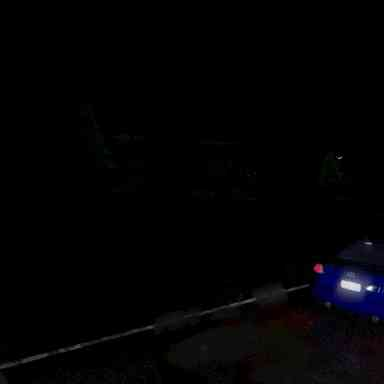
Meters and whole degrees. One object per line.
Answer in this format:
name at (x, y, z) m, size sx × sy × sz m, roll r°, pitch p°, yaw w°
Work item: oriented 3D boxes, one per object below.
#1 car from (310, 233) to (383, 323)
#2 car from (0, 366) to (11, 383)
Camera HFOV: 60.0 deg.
car at (4.322, 1.562, 6.825) m, size 4.181 × 1.385 × 1.994 m, roll 0°, pitch 0°, yaw -36°
car at (-3.355, 1.601, 1.356) m, size 4.718 × 1.301 × 1.895 m, roll 0°, pitch 0°, yaw -35°
